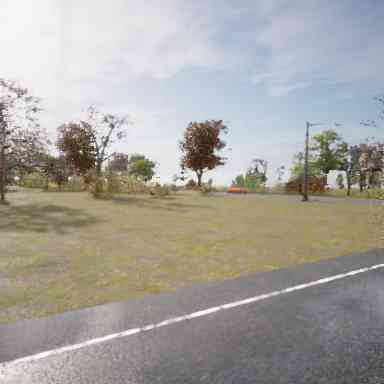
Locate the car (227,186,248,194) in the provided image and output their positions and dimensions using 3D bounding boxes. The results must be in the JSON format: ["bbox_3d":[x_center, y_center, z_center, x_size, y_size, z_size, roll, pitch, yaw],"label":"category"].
[{"bbox_3d":[9.134,-0.479,67.104,2.097,1.767,4.553,0,2,-36],"label":"car"}]

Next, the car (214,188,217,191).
[{"bbox_3d":[3.510,-0.662,74.955,1.895,1.301,4.718,0,2,-36],"label":"car"}]
